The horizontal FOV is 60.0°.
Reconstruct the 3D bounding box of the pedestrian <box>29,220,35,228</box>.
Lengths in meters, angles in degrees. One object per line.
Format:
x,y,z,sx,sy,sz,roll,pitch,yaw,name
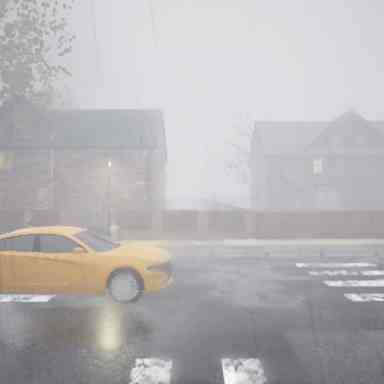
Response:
-6.622,1.410,13.659,0.375,1.860,0.375,0,-1,1,pedestrian

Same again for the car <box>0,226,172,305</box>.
-2.960,1.548,7.715,5.008,1.535,1.882,0,-1,1,car
